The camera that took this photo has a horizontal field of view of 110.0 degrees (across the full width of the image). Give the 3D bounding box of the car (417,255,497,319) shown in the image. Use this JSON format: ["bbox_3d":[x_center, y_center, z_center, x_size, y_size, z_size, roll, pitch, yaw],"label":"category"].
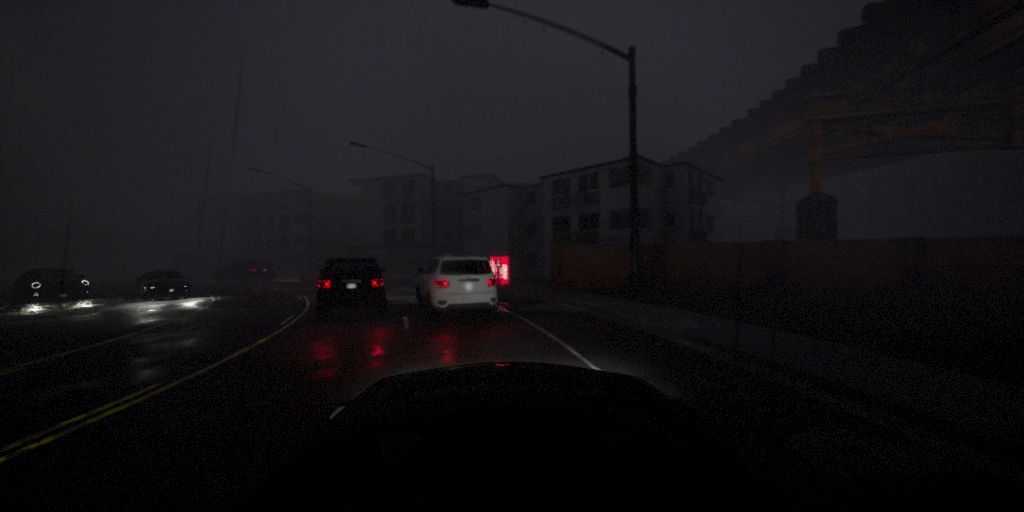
[{"bbox_3d":[-2.223,0.998,13.428,2.150,2.045,5.566,0,0,-20],"label":"car"}]

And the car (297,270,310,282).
[{"bbox_3d":[-16.589,1.571,31.100,4.718,1.301,1.895,-1,0,33],"label":"car"}]

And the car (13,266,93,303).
[{"bbox_3d":[-24.460,1.435,19.104,4.553,1.767,2.097,-1,0,29],"label":"car"}]

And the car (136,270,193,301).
[{"bbox_3d":[-19.089,1.513,19.676,4.892,1.490,1.837,-1,-1,40],"label":"car"}]

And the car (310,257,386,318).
[{"bbox_3d":[-6.092,1.052,13.765,2.150,2.045,5.566,0,0,-23],"label":"car"}]

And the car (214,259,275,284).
[{"bbox_3d":[-22.681,1.276,30.460,5.566,2.045,2.150,-1,0,24],"label":"car"}]

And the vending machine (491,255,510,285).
[{"bbox_3d":[-0.755,0.949,23.538,1.100,2.100,0.880,0,0,-33],"label":"vending machine"}]
